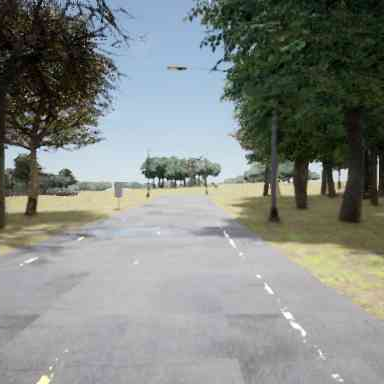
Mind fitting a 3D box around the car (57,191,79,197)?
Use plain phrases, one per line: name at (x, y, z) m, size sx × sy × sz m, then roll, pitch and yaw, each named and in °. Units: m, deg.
car at (-30.099, 0.448, 80.651) m, size 5.008 × 1.535 × 1.882 m, roll -1°, pitch -1°, yaw 0°
